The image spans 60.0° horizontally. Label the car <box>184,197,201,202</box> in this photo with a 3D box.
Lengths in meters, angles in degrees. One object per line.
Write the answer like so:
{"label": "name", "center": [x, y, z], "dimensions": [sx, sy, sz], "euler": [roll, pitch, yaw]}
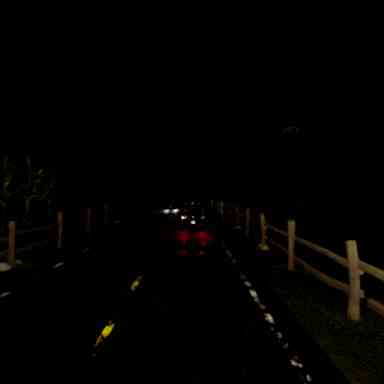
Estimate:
{"label": "car", "center": [0.060, 1.430, 41.177], "dimensions": [2.097, 1.767, 4.553], "euler": [0, 0, 0]}

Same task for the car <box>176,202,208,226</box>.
{"label": "car", "center": [0.078, 1.632, 23.208], "dimensions": [1.895, 1.301, 4.718], "euler": [0, 0, 0]}

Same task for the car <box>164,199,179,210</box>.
{"label": "car", "center": [-2.796, 1.644, 45.889], "dimensions": [2.033, 1.411, 5.357], "euler": [0, 0, 0]}
